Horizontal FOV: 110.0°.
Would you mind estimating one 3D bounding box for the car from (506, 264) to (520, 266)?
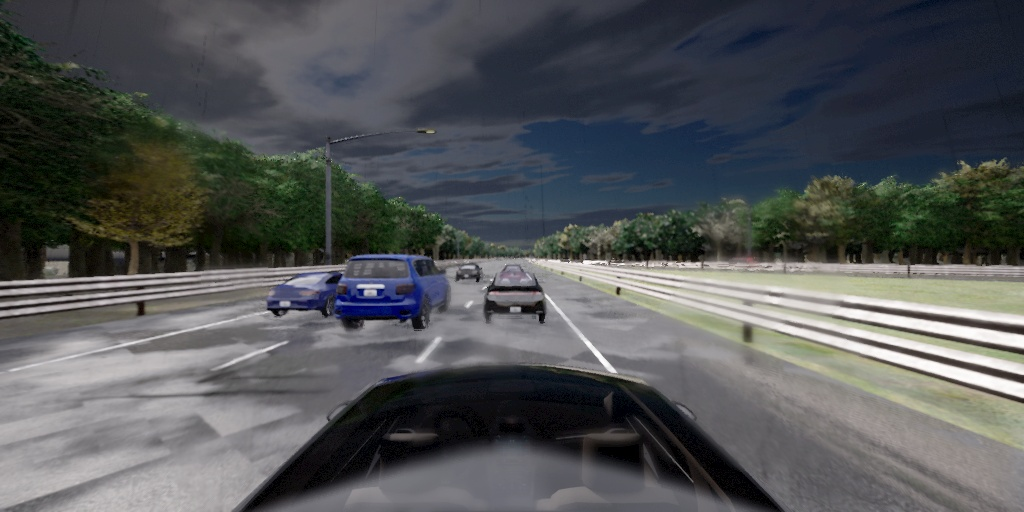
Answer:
[{"bbox_3d":[0.086,1.360,28.711,1.994,1.385,4.181,0,0,0],"label":"car"}]

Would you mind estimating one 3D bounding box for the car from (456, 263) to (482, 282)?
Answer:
[{"bbox_3d":[-3.418,1.323,29.182,1.812,1.442,4.674,0,0,0],"label":"car"}]

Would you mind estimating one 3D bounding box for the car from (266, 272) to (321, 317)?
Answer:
[{"bbox_3d":[-6.906,1.292,13.213,1.812,1.442,4.674,0,0,0],"label":"car"}]

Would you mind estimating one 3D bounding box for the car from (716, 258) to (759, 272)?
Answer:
[{"bbox_3d":[33.069,1.303,52.778,2.150,2.045,5.566,0,0,-30],"label":"car"}]

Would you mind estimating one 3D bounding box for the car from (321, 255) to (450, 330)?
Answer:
[{"bbox_3d":[-3.405,0.984,11.303,2.150,2.045,5.566,0,0,0],"label":"car"}]

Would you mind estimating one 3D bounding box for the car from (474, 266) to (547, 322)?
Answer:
[{"bbox_3d":[0.093,1.256,12.226,2.128,1.511,4.902,0,0,0],"label":"car"}]

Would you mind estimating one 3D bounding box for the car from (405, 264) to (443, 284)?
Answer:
[{"bbox_3d":[-6.918,1.362,28.645,1.994,1.385,4.181,0,0,0],"label":"car"}]
